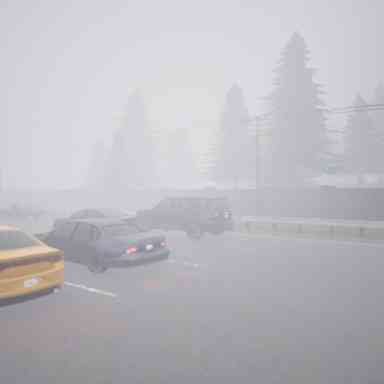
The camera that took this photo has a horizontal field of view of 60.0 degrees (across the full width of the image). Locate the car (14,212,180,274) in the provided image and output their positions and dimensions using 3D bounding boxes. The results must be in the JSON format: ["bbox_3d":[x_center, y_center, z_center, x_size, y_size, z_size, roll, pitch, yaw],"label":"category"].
[{"bbox_3d":[-3.206,1.552,10.557,5.357,1.411,2.033,0,0,36],"label":"car"}]

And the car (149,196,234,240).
[{"bbox_3d":[-0.551,1.227,17.267,5.566,2.045,2.150,0,0,36],"label":"car"}]

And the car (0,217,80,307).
[{"bbox_3d":[-4.930,1.481,7.484,5.008,1.535,1.882,0,0,36],"label":"car"}]

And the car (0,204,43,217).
[{"bbox_3d":[-14.177,1.613,26.986,4.718,1.301,1.895,0,0,36],"label":"car"}]

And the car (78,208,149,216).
[{"bbox_3d":[-4.643,1.483,15.886,5.008,1.535,1.882,0,0,36],"label":"car"}]
